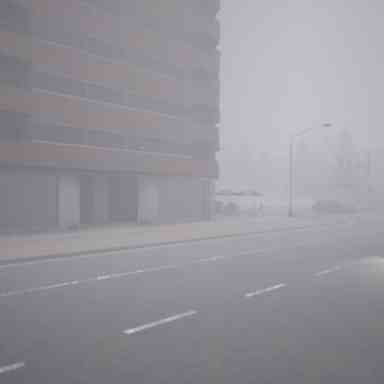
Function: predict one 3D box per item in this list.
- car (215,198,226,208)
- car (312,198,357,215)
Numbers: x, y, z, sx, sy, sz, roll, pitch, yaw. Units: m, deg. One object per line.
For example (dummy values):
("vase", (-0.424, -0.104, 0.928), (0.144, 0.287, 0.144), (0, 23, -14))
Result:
("car", (3.004, 1.617, 51.551), (4.553, 1.767, 2.097), (0, 0, 42))
("car", (15.958, 1.600, 37.215), (2.097, 1.767, 4.553), (1, 0, -41))
